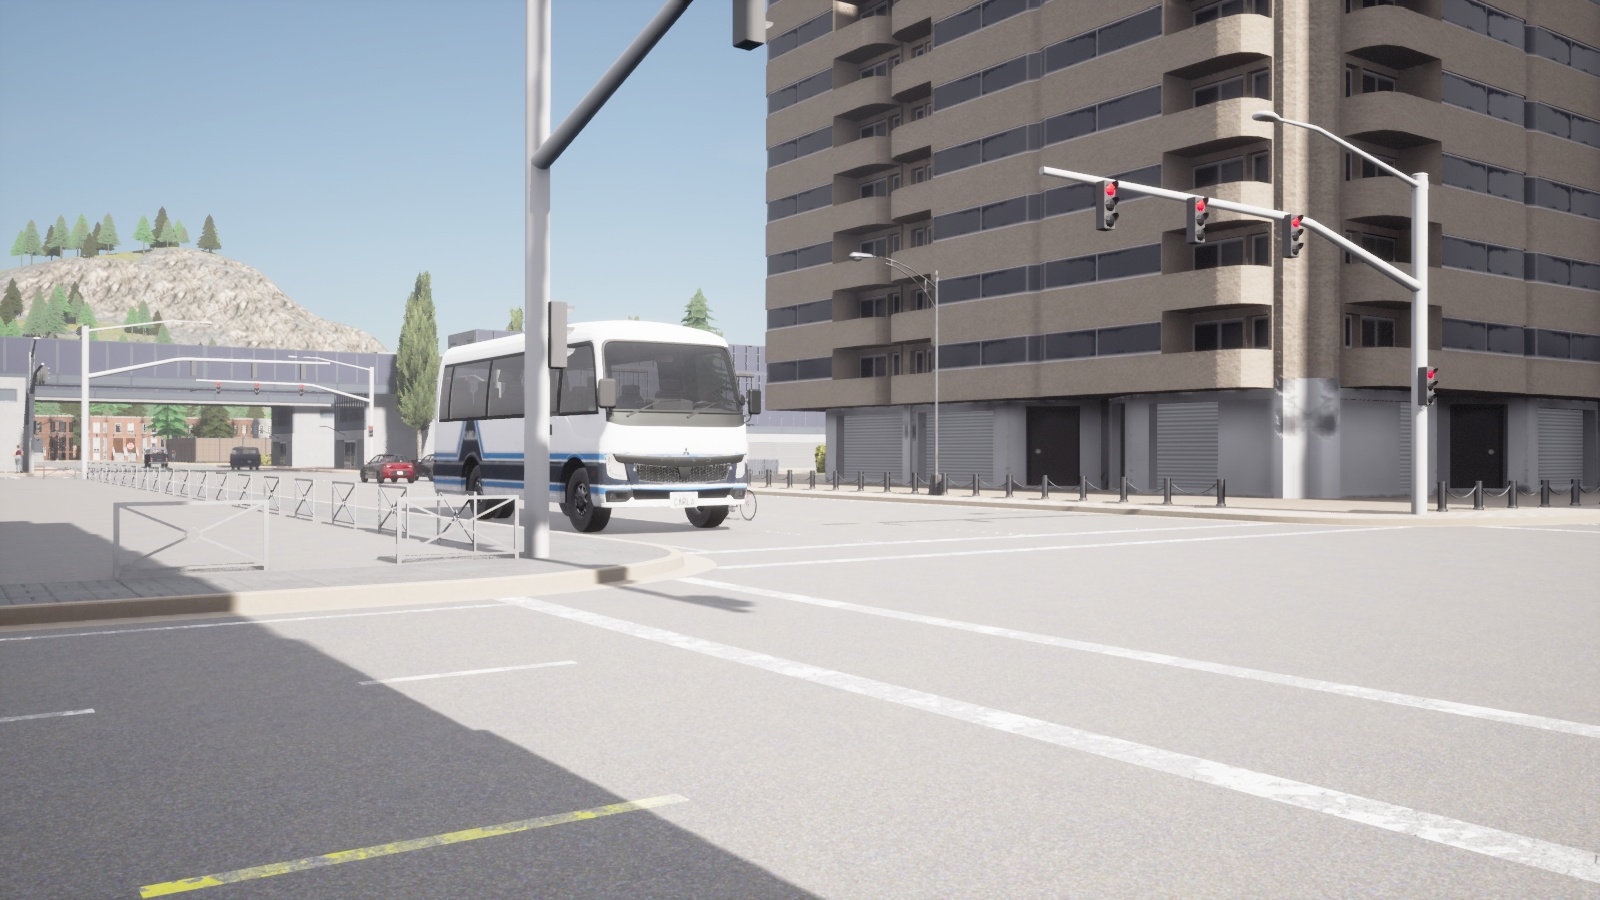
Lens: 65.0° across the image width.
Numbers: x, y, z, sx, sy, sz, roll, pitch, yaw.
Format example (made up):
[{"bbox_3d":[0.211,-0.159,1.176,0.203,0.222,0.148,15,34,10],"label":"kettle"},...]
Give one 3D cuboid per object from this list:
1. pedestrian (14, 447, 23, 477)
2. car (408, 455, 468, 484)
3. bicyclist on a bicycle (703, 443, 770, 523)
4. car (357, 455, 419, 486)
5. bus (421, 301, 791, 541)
[{"bbox_3d":[-49.427,0.758,79.399,0.345,1.836,0.594,0,0,-43],"label":"pedestrian"},{"bbox_3d":[-19.461,1.020,67.379,1.816,1.474,4.193,0,0,-35],"label":"car"},{"bbox_3d":[-1.488,0.745,29.055,0.659,1.776,1.843,0,0,-35],"label":"bicyclist on a bicycle"},{"bbox_3d":[-20.704,1.012,63.020,1.816,1.474,4.193,0,0,-35],"label":"car"},{"bbox_3d":[-4.724,-0.499,27.581,3.944,4.253,10.273,0,0,-35],"label":"bus"}]
